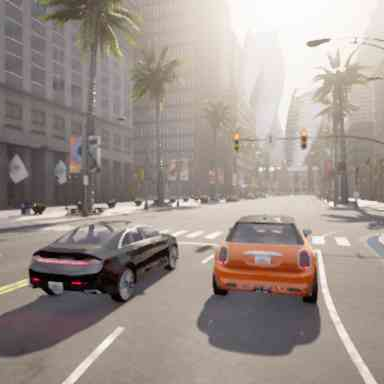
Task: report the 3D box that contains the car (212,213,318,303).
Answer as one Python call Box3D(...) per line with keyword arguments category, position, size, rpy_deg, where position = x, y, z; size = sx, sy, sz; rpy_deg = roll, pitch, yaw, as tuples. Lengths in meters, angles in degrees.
Box3D(category="car", position=(1.943, 1.336, 8.517), size=(2.097, 1.767, 4.553), rpy_deg=(0, 0, 16))

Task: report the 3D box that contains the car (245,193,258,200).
Box3D(category="car", position=(15.788, 1.178, 89.989), size=(2.185, 1.767, 4.553), rpy_deg=(0, 0, 19))

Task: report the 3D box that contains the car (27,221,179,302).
Box3D(category="car", position=(-1.788, 1.468, 8.319), size=(2.128, 1.511, 4.902), rpy_deg=(0, 0, 16))

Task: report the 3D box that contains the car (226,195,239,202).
Box3D(category="car", position=(8.428, 1.369, 69.330), size=(2.161, 1.482, 4.786), rpy_deg=(0, 0, 19))
